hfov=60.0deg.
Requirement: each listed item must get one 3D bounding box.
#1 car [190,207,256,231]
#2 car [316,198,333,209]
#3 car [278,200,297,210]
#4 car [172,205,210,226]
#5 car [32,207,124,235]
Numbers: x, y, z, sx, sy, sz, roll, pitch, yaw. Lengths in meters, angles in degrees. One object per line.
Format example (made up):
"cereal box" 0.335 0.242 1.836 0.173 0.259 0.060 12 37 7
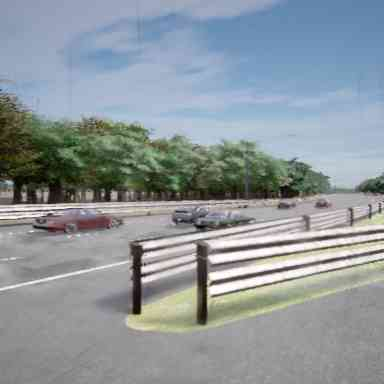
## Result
"car" 2.180 1.768 20.200 1.895 1.301 4.718 1 0 36
"car" 22.324 1.843 55.981 2.097 1.767 4.553 0 0 33
"car" 14.323 1.900 50.068 1.812 1.442 4.674 1 0 33
"car" 0.589 1.648 23.825 2.128 1.511 4.902 1 0 35
"car" -6.535 1.623 19.701 2.033 1.411 5.357 1 0 35
